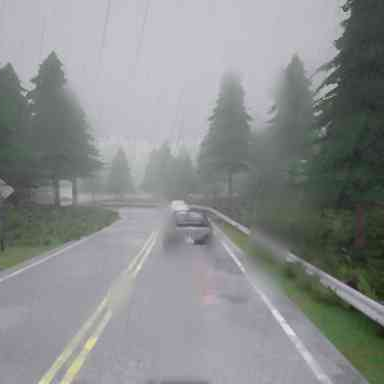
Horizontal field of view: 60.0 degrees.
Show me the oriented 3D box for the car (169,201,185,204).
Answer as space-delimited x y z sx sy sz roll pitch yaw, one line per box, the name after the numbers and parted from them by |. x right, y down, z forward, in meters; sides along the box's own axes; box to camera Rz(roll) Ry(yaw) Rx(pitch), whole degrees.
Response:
-1.367 1.516 30.336 1.812 1.442 4.674 -1 0 -10 | car

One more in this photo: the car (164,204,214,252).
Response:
-0.148 1.490 13.879 2.128 1.511 4.902 0 0 -1 | car
